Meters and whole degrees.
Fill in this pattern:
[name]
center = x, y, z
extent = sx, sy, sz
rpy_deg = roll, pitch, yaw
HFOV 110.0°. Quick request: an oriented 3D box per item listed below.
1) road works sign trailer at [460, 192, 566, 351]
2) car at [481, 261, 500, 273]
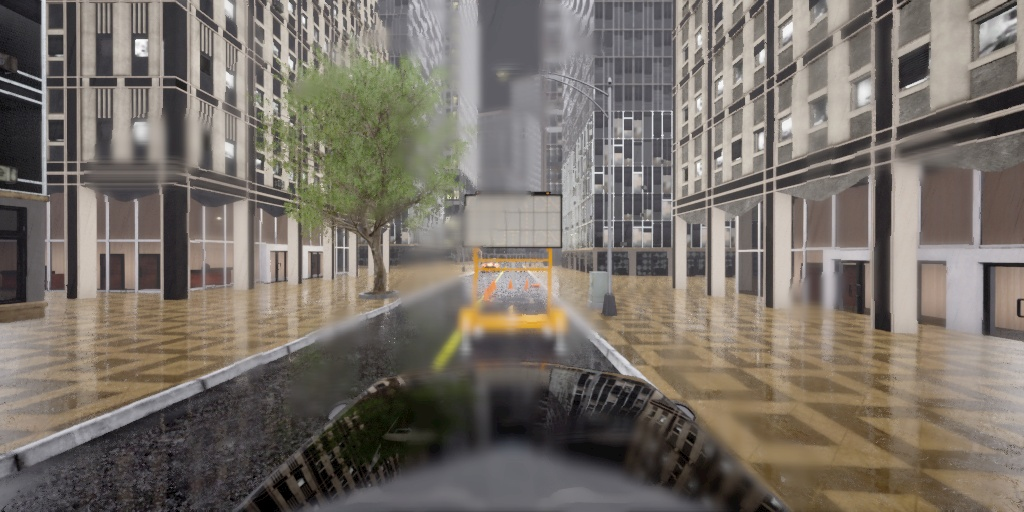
[road works sign trailer]
center = 0.034, 0.214, 8.941
extent = 2.380, 3.560, 2.880
rpy_deg = 0, 0, 0
[car]
center = -2.576, 1.136, 43.744
extent = 2.097, 1.767, 4.553
rpy_deg = 0, 0, 0
